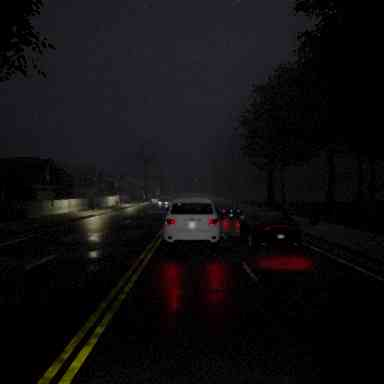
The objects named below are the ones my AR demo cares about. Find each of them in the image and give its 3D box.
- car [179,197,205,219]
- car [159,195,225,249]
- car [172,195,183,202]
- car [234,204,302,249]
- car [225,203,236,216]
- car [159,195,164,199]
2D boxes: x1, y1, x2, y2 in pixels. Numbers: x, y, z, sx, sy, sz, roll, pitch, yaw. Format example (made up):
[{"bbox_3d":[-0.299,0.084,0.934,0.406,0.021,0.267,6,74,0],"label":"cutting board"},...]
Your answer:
[{"bbox_3d":[0.000,1.370,29.620,2.097,1.767,4.553,0,0,0],"label":"car"},{"bbox_3d":[0.000,1.256,14.680,2.150,2.045,5.566,0,0,0],"label":"car"},{"bbox_3d":[-3.250,1.501,75.929,2.128,1.511,4.902,0,0,0],"label":"car"},{"bbox_3d":[3.250,1.483,14.650,1.882,1.535,5.008,0,0,0],"label":"car"},{"bbox_3d":[3.250,1.620,29.680,1.895,1.301,4.718,0,0,0],"label":"car"},{"bbox_3d":[-6.500,1.499,75.929,1.812,1.442,4.674,0,0,0],"label":"car"}]
